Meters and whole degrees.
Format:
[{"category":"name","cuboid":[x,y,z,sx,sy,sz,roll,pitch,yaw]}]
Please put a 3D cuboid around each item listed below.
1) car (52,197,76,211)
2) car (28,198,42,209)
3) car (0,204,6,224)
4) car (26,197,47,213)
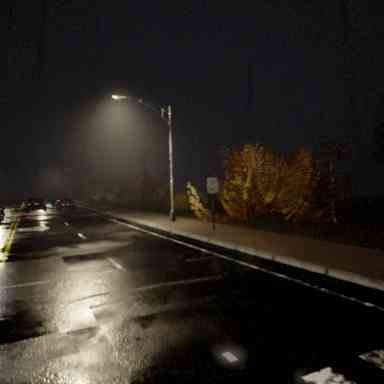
[{"category":"car","cuboid":[-15.403,1.484,40.586,2.033,1.411,5.357,-2,1,-27]},{"category":"car","cuboid":[-22.766,1.585,48.190,1.812,1.442,4.674,-2,1,-26]},{"category":"car","cuboid":[-15.292,1.624,25.220,2.128,1.511,4.902,-2,1,-26]},{"category":"car","cuboid":[-18.263,1.394,39.038,2.097,1.767,4.553,-2,1,-26]}]
